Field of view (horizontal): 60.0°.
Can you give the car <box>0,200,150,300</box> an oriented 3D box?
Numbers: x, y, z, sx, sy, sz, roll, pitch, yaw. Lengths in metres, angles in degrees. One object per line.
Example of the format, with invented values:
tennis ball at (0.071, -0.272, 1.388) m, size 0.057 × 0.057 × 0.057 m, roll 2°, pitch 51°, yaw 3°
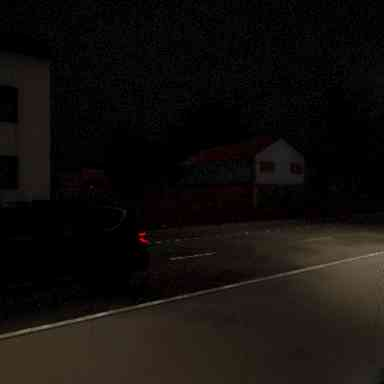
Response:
car at (-3.584, 1.221, 6.963) m, size 5.566 × 2.045 × 2.150 m, roll 0°, pitch 0°, yaw -36°
